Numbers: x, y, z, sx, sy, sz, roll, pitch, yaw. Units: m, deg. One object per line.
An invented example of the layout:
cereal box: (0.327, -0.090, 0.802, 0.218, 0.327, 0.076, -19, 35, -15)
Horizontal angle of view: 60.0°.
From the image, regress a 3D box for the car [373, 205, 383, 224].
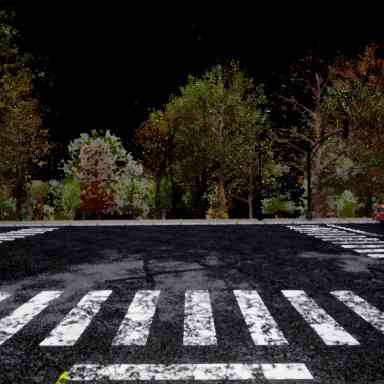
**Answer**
car: (14.633, 1.126, 21.157, 5.566, 2.045, 2.150, -1, -1, 1)
